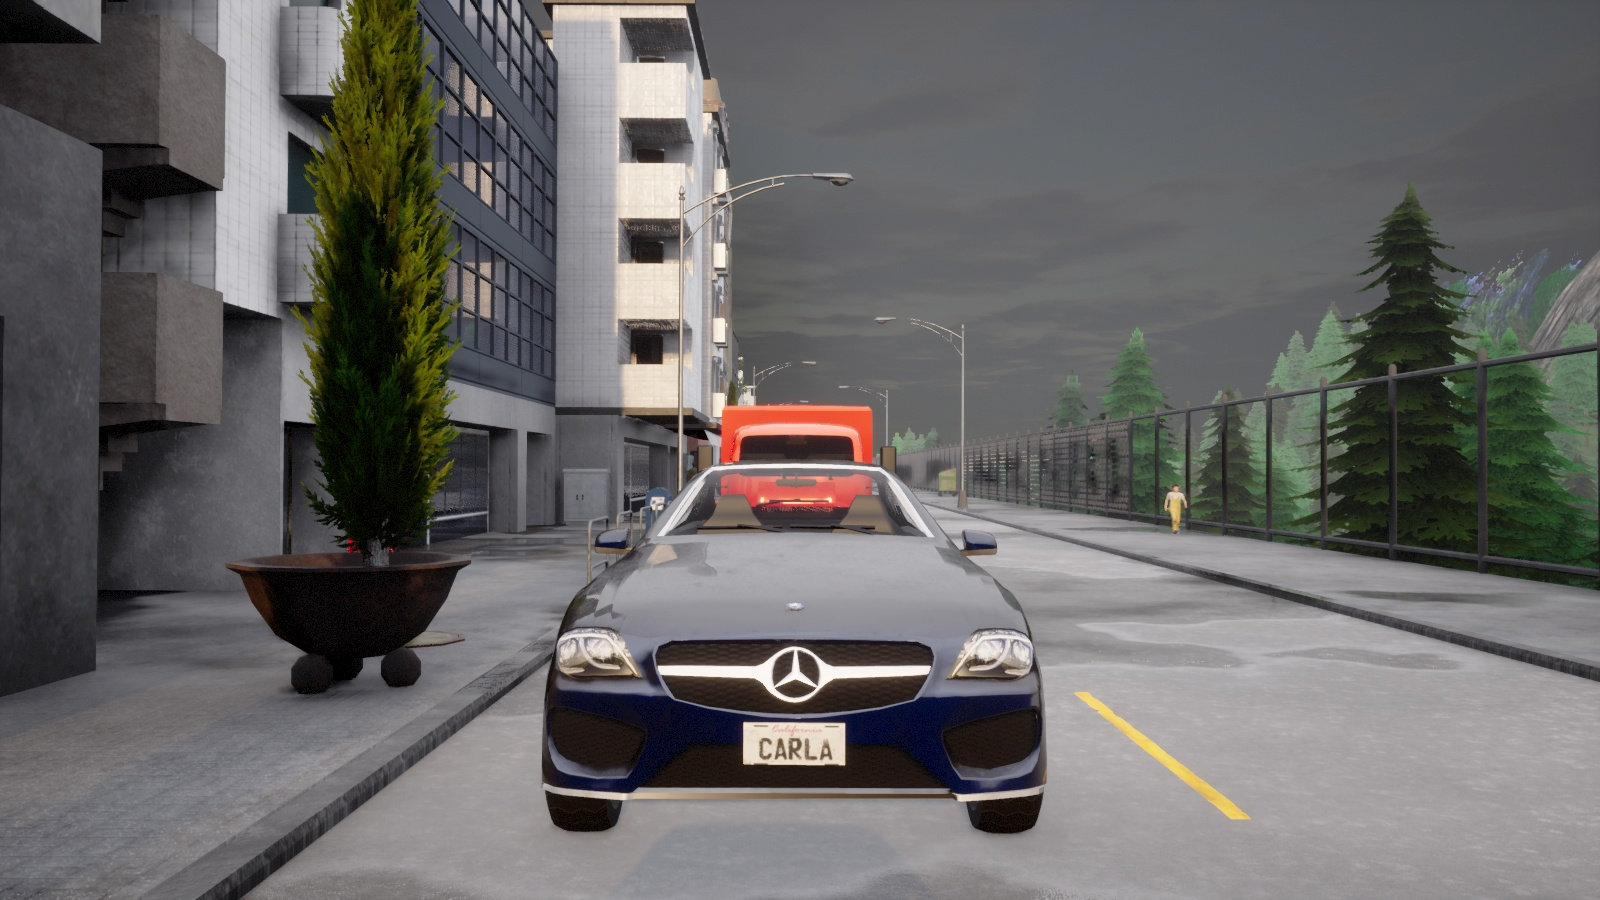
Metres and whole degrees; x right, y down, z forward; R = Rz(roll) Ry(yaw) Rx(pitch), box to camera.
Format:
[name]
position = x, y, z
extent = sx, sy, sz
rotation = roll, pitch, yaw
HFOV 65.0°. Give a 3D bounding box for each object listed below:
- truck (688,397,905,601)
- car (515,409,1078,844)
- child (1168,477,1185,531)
[truck]
position = -0.046, 0.624, 17.873
extent = 2.627, 2.467, 5.204
rotation = 0, -1, 0
[car]
position = -0.018, 0.716, 7.321
extent = 2.152, 1.651, 5.027
rotation = 0, -1, 0
[child]
position = 8.902, 1.267, 29.733
extent = 0.270, 1.263, 0.437
rotation = 0, -1, 2
